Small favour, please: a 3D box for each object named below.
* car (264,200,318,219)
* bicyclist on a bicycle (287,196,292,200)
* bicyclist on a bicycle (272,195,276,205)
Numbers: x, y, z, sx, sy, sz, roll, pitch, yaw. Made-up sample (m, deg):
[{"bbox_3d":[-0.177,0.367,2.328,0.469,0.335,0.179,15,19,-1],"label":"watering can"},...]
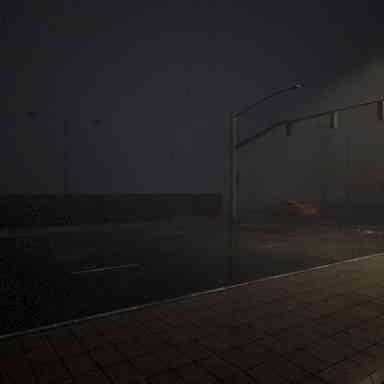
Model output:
[{"bbox_3d":[8.578,1.477,29.408,1.882,1.535,5.008,0,0,-36],"label":"car"},{"bbox_3d":[14.350,1.453,49.100,1.656,1.620,0.582,0,0,-22],"label":"bicyclist on a bicycle"},{"bbox_3d":[13.385,1.300,54.015,0.582,1.620,1.656,0,0,22],"label":"bicyclist on a bicycle"}]
